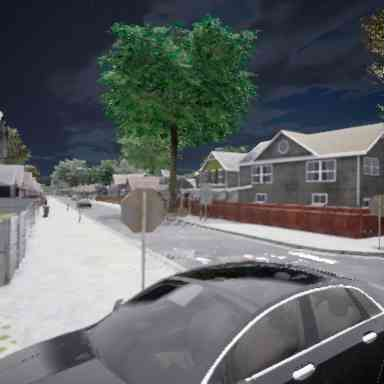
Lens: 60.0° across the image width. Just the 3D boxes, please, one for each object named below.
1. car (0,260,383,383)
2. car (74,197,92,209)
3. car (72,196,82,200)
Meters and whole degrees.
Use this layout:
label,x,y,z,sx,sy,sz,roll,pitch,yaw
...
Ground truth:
label,x,y,z,sx,sy,sz,roll,pitch,yaw
car,0.369,1.547,3.210,4.892,1.490,1.837,1,-1,-35
car,-16.114,1.789,49.837,1.895,1.301,4.718,1,-1,-24
car,-29.661,1.757,87.514,2.128,1.511,4.902,1,0,-24
